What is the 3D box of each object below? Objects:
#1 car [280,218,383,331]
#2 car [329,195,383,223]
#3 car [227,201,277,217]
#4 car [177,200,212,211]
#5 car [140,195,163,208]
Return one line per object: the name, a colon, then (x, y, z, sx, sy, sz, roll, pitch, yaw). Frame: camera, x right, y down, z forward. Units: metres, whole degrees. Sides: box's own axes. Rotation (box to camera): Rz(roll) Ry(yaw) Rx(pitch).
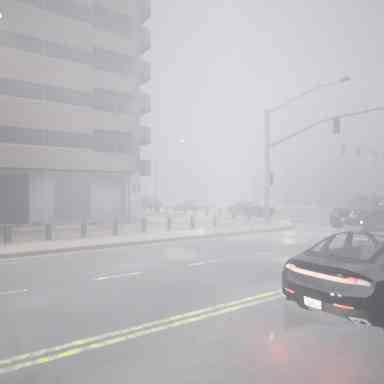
car: (3.848, 1.489, 6.486, 4.902, 1.511, 2.128, 0, 0, -35)
car: (10.642, 1.188, 20.010, 5.566, 2.045, 2.150, 0, 0, -35)
car: (5.482, 1.536, 30.748, 1.895, 1.301, 4.718, 0, 0, -35)
car: (0.228, 1.536, 38.211, 1.895, 1.301, 4.718, 0, 0, -35)
car: (-5.994, 1.288, 47.239, 2.097, 1.767, 4.553, 0, 0, -34)
